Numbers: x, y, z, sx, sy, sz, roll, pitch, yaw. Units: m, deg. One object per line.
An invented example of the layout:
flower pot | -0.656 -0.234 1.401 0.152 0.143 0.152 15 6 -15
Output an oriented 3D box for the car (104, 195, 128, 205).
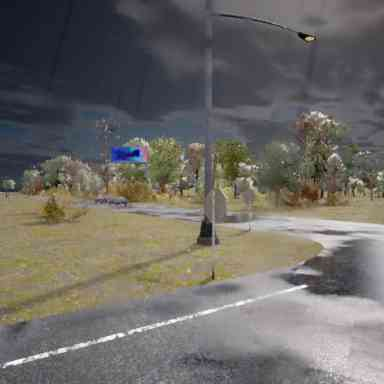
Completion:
car | -12.274 1.450 54.997 2.033 1.411 5.357 0 0 -33

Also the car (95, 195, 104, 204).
car | -16.245 1.242 60.889 2.097 1.767 4.553 0 0 -34
